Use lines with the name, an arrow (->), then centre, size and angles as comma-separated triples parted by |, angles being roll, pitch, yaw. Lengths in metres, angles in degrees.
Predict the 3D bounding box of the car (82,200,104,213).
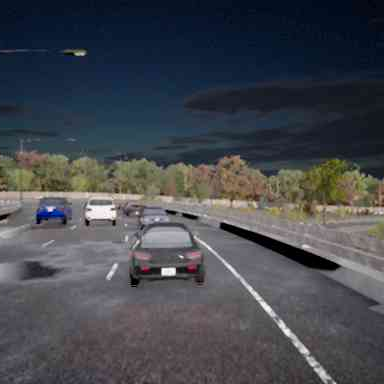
car -> -12.440, 1.800, 41.525 | 2.033, 1.411, 5.357 | 0, 0, -23

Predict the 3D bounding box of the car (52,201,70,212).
car -> -17.157, 1.871, 43.519 | 1.895, 1.301, 4.718 | 0, 0, -25

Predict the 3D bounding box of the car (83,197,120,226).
car -> -6.987, 1.378, 25.508 | 2.150, 2.045, 5.566 | 0, 0, -16

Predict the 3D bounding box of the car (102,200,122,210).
car -> -11.631, 1.850, 48.137 | 1.994, 1.385, 4.181 | 0, -1, -26

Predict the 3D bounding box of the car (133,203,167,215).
car -> -2.548, 1.674, 21.683 | 2.033, 1.411, 5.357 | 0, 0, -12

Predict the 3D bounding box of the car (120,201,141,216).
car -> -6.228, 1.713, 35.079 | 1.837, 1.490, 4.892 | 0, 0, -18

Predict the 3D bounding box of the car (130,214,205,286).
car -> -0.736, 1.581, 9.533 | 1.812, 1.442, 4.674 | 0, 0, -6

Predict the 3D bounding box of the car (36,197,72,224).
car -> -10.889, 1.389, 26.525 | 2.150, 2.045, 5.566 | 0, 0, -15
